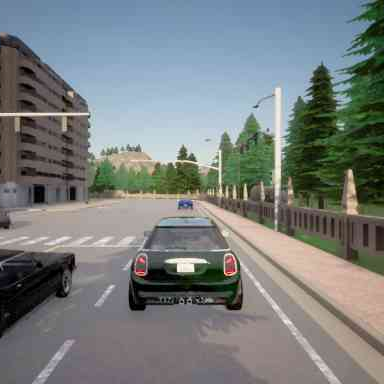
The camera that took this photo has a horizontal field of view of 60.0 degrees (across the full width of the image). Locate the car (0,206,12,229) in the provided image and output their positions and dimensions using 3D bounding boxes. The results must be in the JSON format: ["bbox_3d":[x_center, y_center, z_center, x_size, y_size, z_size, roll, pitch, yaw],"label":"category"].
[{"bbox_3d":[-12.278,1.580,20.459,1.994,1.385,4.181,0,-1,-28],"label":"car"}]

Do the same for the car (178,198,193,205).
[{"bbox_3d":[-0.862,1.477,44.296,1.882,1.535,5.008,0,0,-1],"label":"car"}]

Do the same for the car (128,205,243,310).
[{"bbox_3d":[-0.126,1.352,7.951,2.097,1.767,4.553,0,0,0],"label":"car"}]

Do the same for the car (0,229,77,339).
[{"bbox_3d":[-3.543,1.601,5.580,1.895,1.301,4.718,0,0,-1],"label":"car"}]
